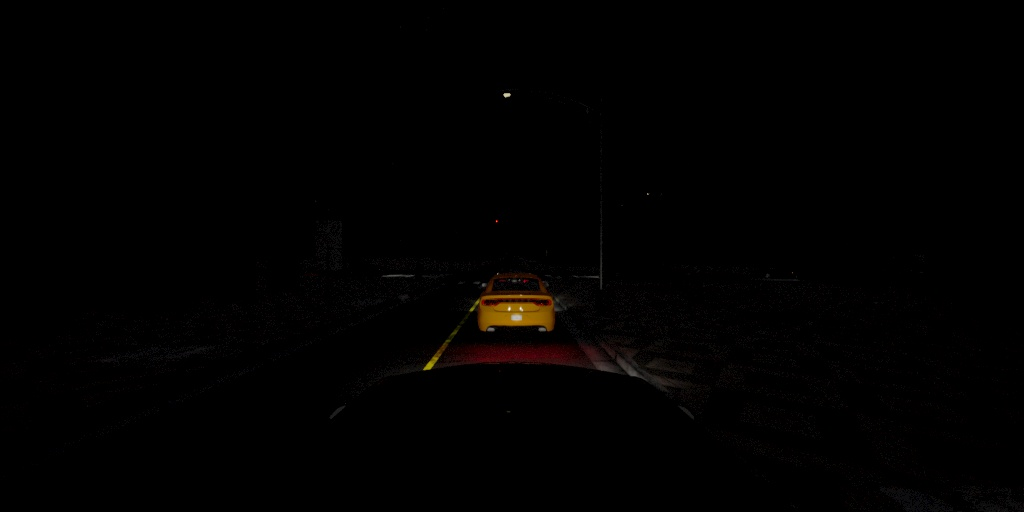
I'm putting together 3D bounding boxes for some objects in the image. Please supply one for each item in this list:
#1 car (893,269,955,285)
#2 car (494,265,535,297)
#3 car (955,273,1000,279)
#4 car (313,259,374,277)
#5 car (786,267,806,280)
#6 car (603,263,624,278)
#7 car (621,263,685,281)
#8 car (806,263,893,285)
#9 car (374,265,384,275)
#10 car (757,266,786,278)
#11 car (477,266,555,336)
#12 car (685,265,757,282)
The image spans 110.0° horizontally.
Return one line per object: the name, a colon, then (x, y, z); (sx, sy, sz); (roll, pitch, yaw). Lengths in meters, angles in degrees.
car: (34.719, 1.862, 31.014); (4.507, 1.381, 1.888); (0, 0, 0)
car: (0.113, 1.296, 20.306); (2.033, 1.411, 5.357); (0, 0, 0)
car: (40.369, 1.993, 31.009); (4.207, 1.307, 1.802); (0, 0, 0)
car: (-14.762, 1.114, 30.957); (4.403, 1.370, 2.007); (0, 0, 0)
car: (31.546, 1.861, 36.868); (4.718, 1.301, 1.895); (1, 0, 0)
car: (11.900, 1.450, 36.889); (4.892, 1.490, 1.837); (0, 0, 0)
car: (12.146, 1.522, 31.032); (4.313, 1.339, 1.948); (0, 0, 0)
car: (29.075, 1.538, 31.018); (5.009, 1.841, 2.192); (0, 0, 0)
car: (-14.577, 1.066, 33.702); (4.892, 1.490, 1.837); (2, 0, -1)
car: (29.090, 1.763, 39.544); (4.507, 1.381, 1.888); (0, 0, 0)
car: (0.104, 1.227, 10.479); (1.882, 1.535, 5.008); (0, 0, 0)
car: (17.958, 1.569, 31.027); (4.829, 1.417, 1.751); (0, 0, 0)
